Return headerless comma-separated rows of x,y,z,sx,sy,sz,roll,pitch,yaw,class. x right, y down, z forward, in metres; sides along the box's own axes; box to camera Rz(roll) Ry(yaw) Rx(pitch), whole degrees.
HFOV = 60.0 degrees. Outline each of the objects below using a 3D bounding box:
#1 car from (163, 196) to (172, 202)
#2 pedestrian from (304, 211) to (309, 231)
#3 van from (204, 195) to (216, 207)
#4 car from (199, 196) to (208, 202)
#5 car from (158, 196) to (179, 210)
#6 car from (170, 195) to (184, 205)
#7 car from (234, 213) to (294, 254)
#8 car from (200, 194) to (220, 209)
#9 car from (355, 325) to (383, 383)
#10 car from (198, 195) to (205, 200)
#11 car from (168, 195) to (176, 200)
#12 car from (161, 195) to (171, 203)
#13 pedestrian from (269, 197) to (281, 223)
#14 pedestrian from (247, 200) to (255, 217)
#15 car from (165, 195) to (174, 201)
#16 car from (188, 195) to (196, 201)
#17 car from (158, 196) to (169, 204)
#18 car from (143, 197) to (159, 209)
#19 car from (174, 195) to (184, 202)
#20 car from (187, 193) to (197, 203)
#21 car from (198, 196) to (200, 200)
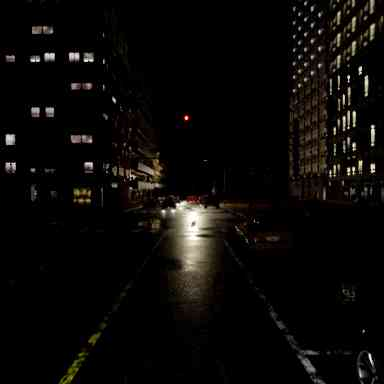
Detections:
-5.686,1.658,78.796,1.802,1.307,4.206,0,0,0,car
6.136,1.525,17.752,0.500,1.100,0.500,0,0,0,pedestrian
2.690,1.370,51.162,1.690,1.788,3.998,0,0,0,van
2.694,1.621,78.795,1.887,1.381,4.507,0,0,0,car
-3.118,1.569,44.544,2.033,1.411,5.357,0,0,-4,car
-3.041,1.593,62.478,2.033,1.411,5.357,0,0,1,car
2.688,1.527,13.393,1.752,1.417,4.829,0,0,0,car
2.690,1.337,45.636,2.192,1.841,5.009,0,0,0,car
2.686,1.566,1.957,1.947,1.339,4.313,0,0,0,car
2.696,1.637,95.545,1.752,1.417,4.829,0,0,0,car
-5.684,1.636,95.206,1.752,1.417,4.829,0,0,0,car
-5.687,1.505,73.270,1.967,1.590,4.097,0,0,0,car
4.605,1.145,18.588,0.375,1.860,0.375,0,0,0,pedestrian
3.473,1.298,19.103,0.375,1.860,0.375,0,0,0,pedestrian
-5.686,1.527,84.323,1.967,1.590,4.097,0,0,0,car
0.009,1.541,84.829,2.033,1.411,5.357,0,0,0,car
-5.687,1.600,67.742,1.887,1.381,4.507,0,0,0,car
-5.689,1.573,45.636,2.008,1.369,4.403,0,0,0,car
-2.992,1.588,77.798,2.128,1.511,4.902,0,0,0,car
0.007,1.293,74.442,2.150,2.045,5.566,0,0,0,car
2.692,1.370,67.741,2.192,1.841,5.009,0,0,0,car
